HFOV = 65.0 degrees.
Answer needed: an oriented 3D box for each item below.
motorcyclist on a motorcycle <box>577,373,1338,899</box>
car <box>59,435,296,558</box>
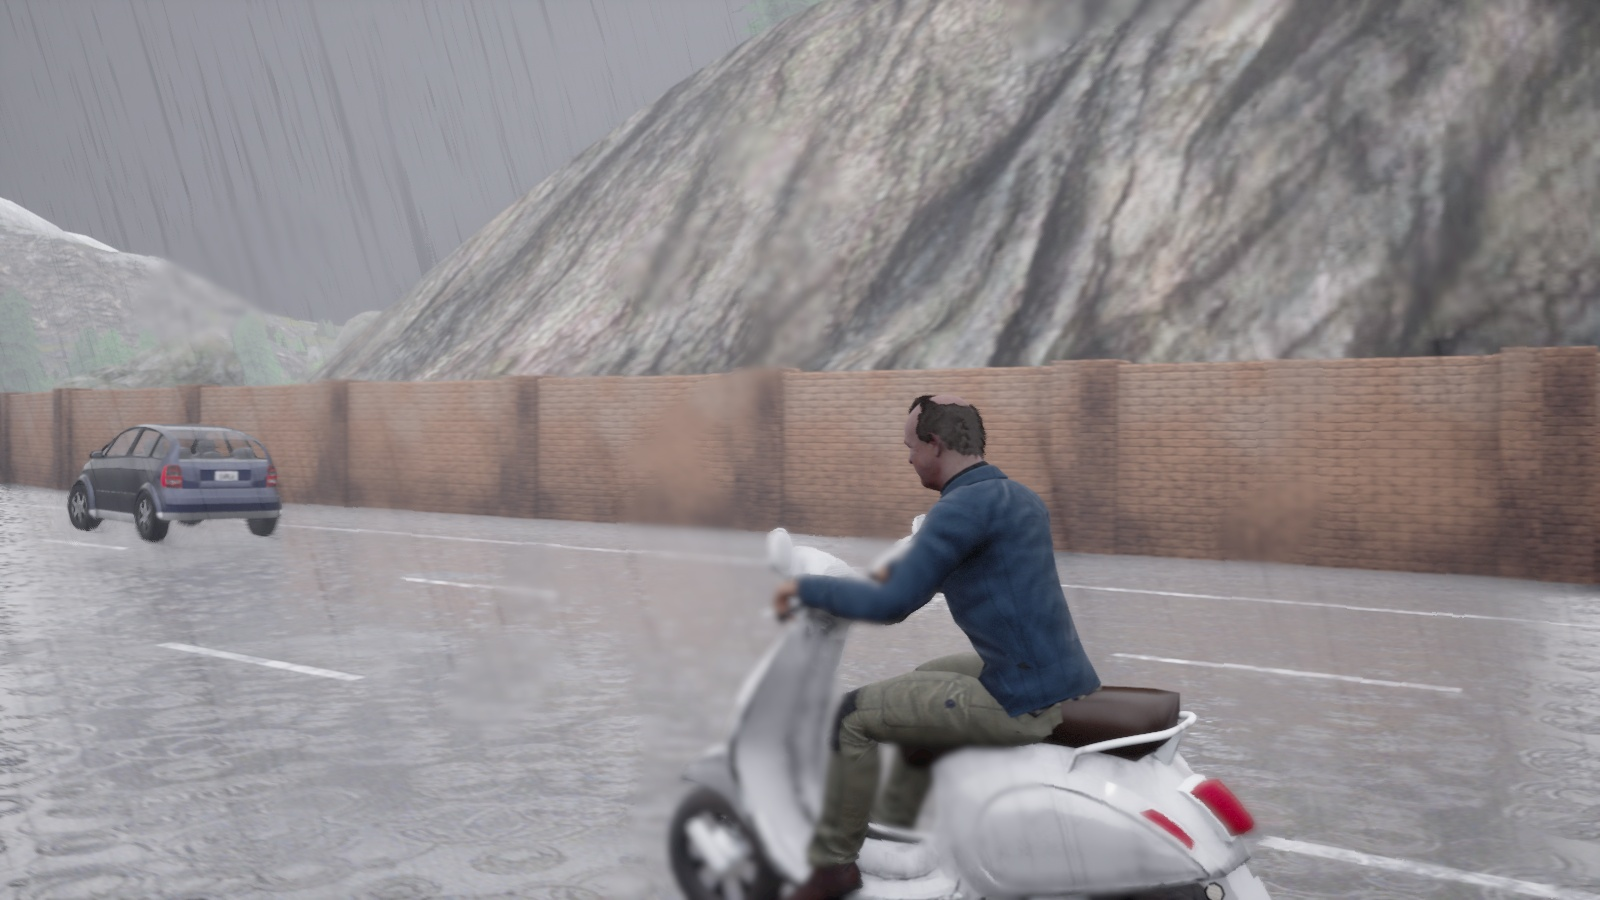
[{"bbox_3d":[0.382,0.637,3.369,1.817,1.590,0.866,0,1,34],"label":"motorcyclist on a motorcycle"},{"bbox_3d":[-8.819,0.574,17.682,3.705,1.549,1.789,0,0,43],"label":"car"}]
